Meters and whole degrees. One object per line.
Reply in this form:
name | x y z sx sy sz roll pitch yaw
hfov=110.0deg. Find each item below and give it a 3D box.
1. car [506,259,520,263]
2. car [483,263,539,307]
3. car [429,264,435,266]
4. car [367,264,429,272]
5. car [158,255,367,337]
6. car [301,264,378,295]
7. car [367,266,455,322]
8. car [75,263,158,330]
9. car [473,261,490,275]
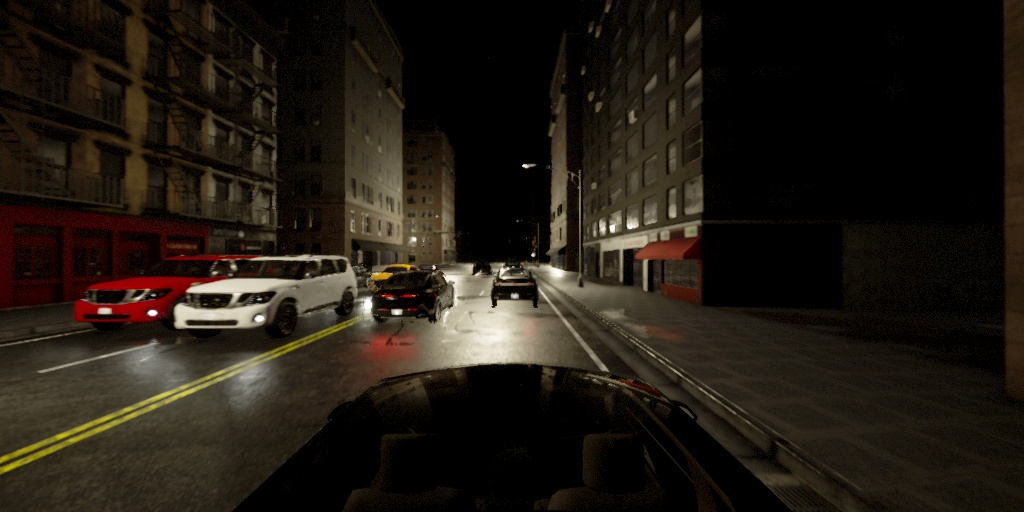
car | 0.106 1.121 37.761 2.097 1.767 4.553 0 0 0
car | 0.102 1.247 15.465 2.128 1.511 4.902 0 0 0
car | -6.496 1.327 27.034 1.994 1.385 4.181 0 0 0
car | -6.498 1.237 20.686 1.882 1.535 5.008 0 0 0
car | -6.589 0.976 10.600 2.150 2.045 5.566 0 0 0
car | -9.746 1.251 20.835 2.128 1.511 4.902 0 0 0
car | -3.148 1.262 12.234 1.837 1.490 4.892 0 0 0
car | -9.835 0.976 11.416 2.150 2.045 5.566 0 0 0
car | -3.143 1.273 38.696 1.837 1.490 4.892 0 0 0
